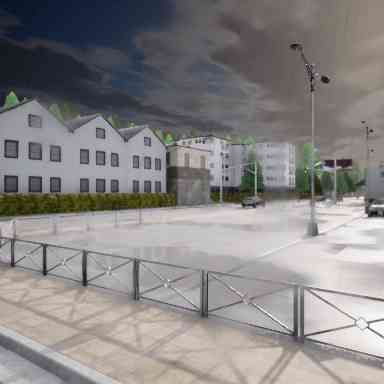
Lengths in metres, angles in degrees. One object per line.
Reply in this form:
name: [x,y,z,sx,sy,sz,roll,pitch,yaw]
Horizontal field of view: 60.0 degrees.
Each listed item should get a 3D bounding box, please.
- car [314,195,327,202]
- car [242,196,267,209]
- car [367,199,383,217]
car: [26.696,1.361,69.419,1.994,1.385,4.181,0,0,35]
car: [8.064,1.300,42.929,2.128,1.511,4.902,0,0,34]
car: [15.428,1.298,26.805,2.007,1.523,4.514,0,0,35]
